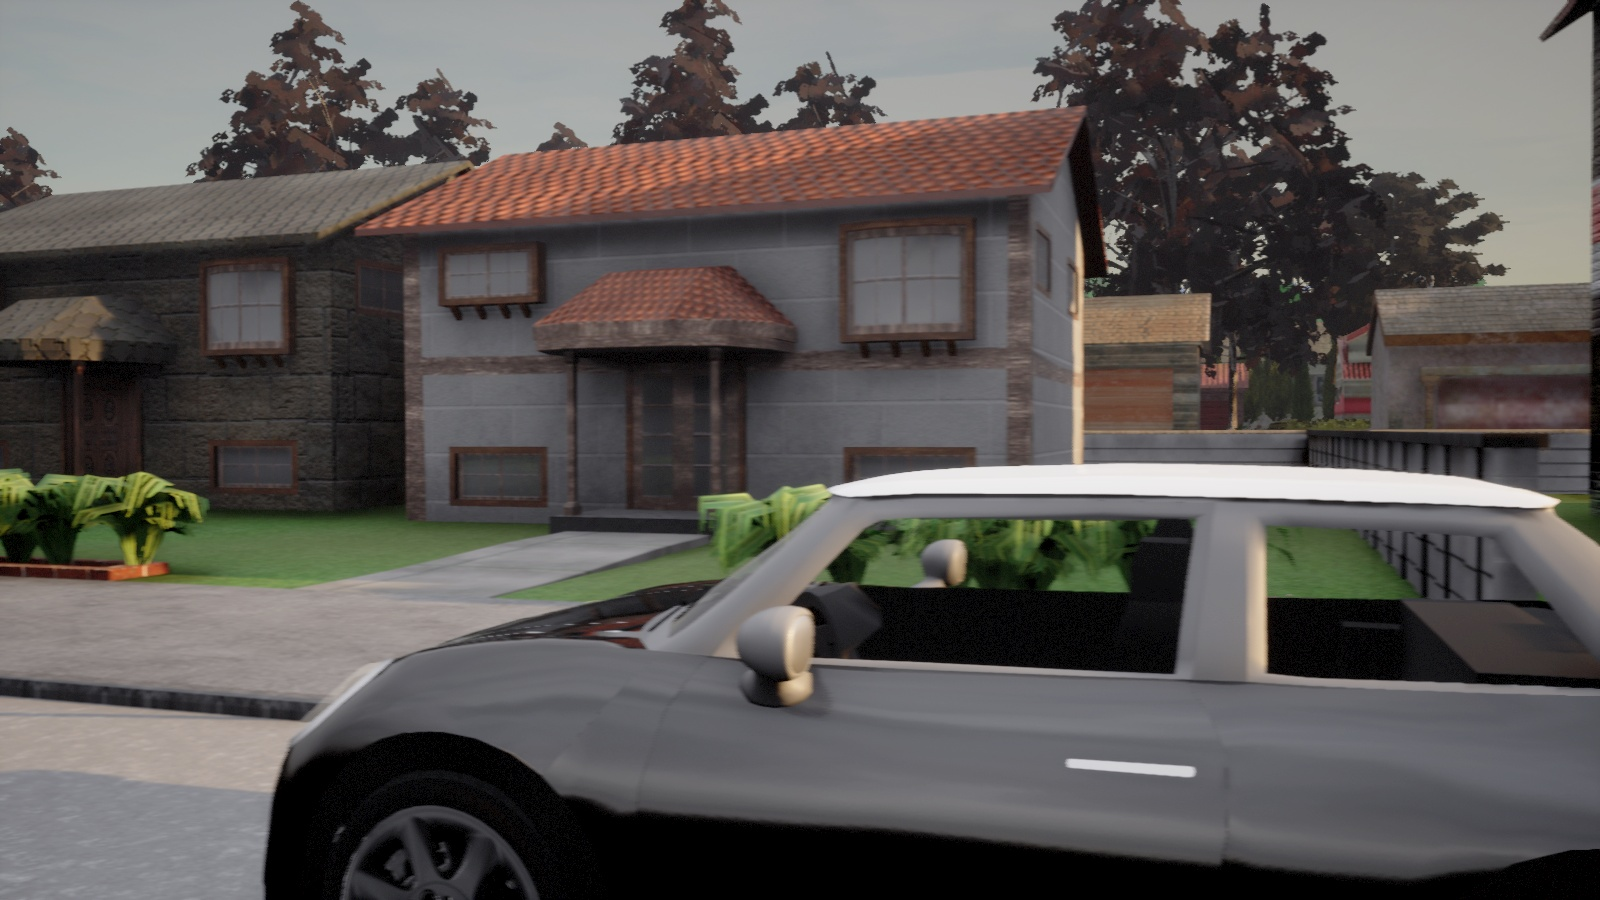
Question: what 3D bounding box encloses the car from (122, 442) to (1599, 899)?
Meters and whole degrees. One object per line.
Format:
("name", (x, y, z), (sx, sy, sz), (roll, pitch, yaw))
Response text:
("car", (0.352, 0.736, 3.602), (3.806, 1.475, 1.970), (1, 1, 19))
